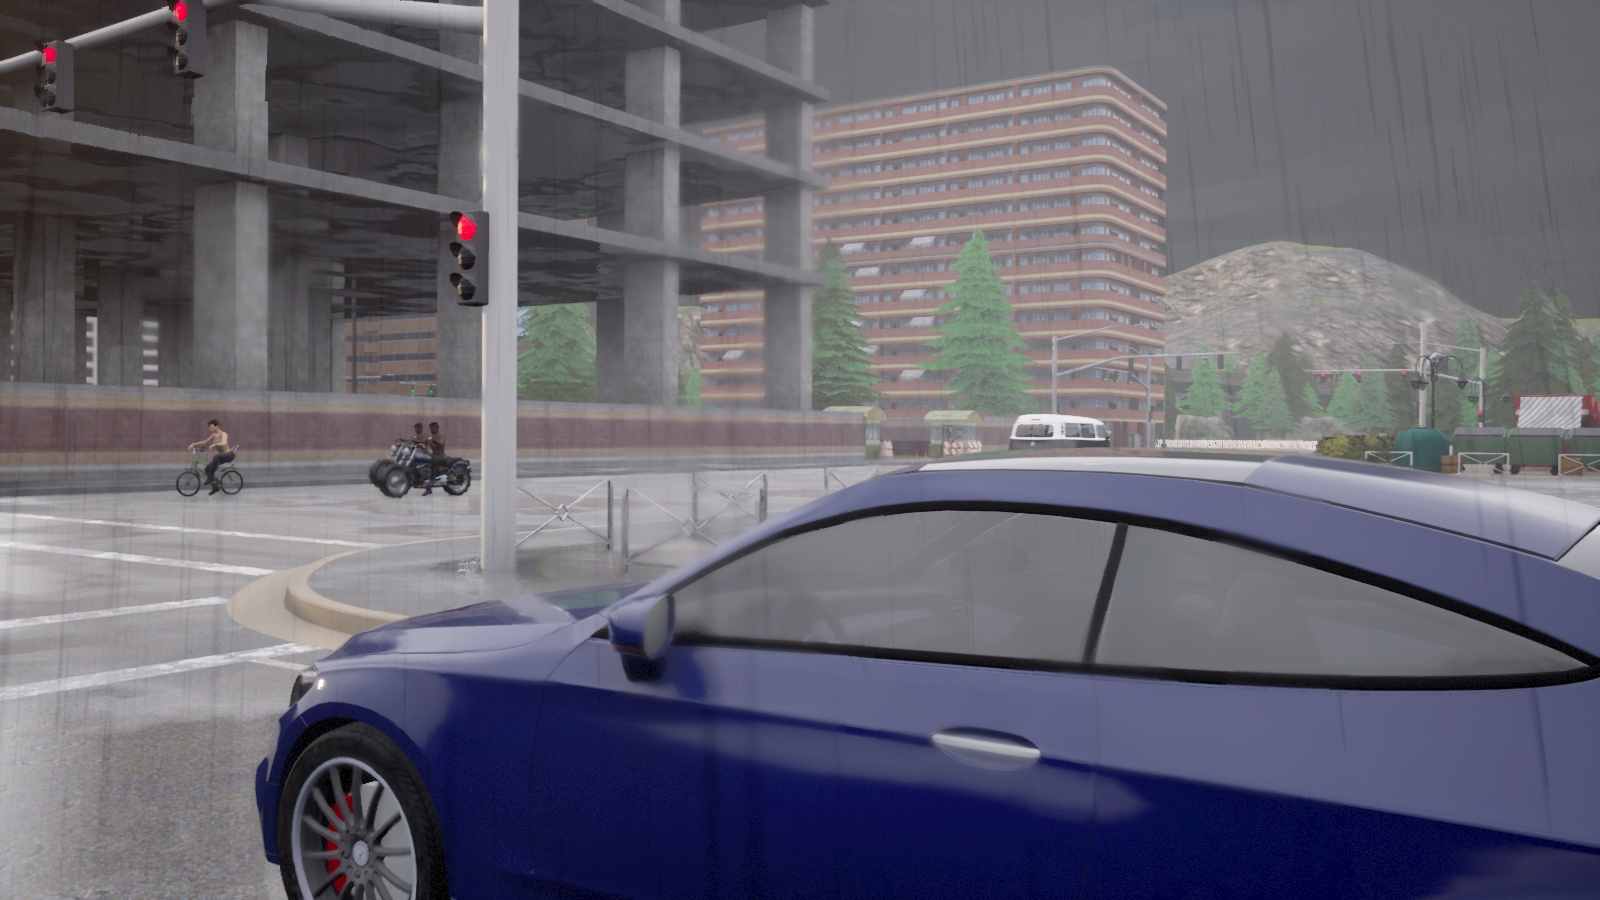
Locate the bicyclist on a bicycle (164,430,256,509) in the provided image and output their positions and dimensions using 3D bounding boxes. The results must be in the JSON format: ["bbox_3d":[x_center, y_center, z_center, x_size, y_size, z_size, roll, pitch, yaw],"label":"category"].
[{"bbox_3d":[-12.356,0.385,26.330,0.866,1.612,1.509,0,1,34],"label":"bicyclist on a bicycle"}]

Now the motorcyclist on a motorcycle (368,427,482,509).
[{"bbox_3d":[-7.932,0.351,26.692,0.766,1.649,2.350,0,1,33],"label":"motorcyclist on a motorcycle"}]

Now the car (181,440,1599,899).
[{"bbox_3d":[0.608,0.708,3.220,4.674,1.442,1.812,0,1,34],"label":"car"}]

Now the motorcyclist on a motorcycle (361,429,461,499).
[{"bbox_3d":[-9.483,0.314,30.697,0.766,1.649,2.350,0,1,33],"label":"motorcyclist on a motorcycle"}]

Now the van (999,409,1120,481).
[{"bbox_3d":[7.906,-0.179,37.995,2.069,2.038,4.480,0,1,33],"label":"van"}]
